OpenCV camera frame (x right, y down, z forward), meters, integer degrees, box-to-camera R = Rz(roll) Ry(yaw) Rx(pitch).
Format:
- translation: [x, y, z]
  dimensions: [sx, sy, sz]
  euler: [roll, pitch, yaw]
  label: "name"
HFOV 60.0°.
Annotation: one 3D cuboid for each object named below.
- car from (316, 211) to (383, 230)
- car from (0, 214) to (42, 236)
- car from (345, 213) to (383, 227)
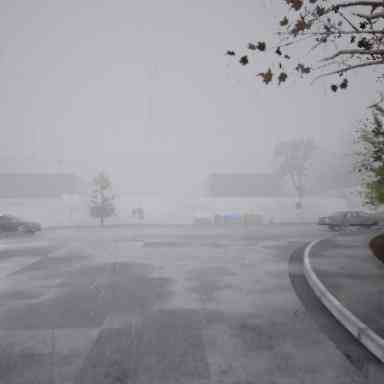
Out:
- translation: [12.400, 2.142, 25.503]
  dimensions: [5.357, 1.411, 2.033]
  euler: [-1, -6, -4]
  label: "car"
- translation: [-13.273, 2.337, 23.704]
  dimensions: [4.892, 1.490, 1.837]
  euler: [0, -5, -4]
  label: "car"
- translation: [22.786, 3.626, 42.932]
  dimensions: [1.946, 1.575, 5.366]
  euler: [2, -7, -24]
  label: "car"
